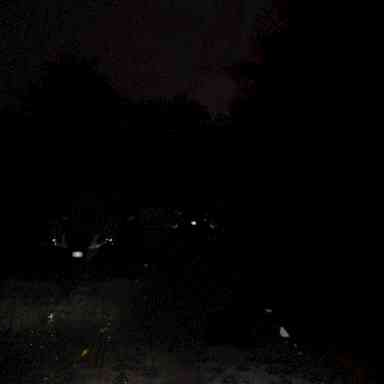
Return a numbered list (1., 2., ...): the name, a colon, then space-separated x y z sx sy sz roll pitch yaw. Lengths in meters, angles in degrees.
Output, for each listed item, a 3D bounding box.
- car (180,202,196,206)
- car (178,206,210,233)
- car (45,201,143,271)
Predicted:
1. car: -0.409 2.057 41.487 1.837 1.490 4.892 1 -1 -8
2. car: 0.107 1.835 21.564 1.994 1.385 4.181 0 -1 0
3. car: -3.094 1.364 11.761 2.150 2.045 5.566 0 -1 0
